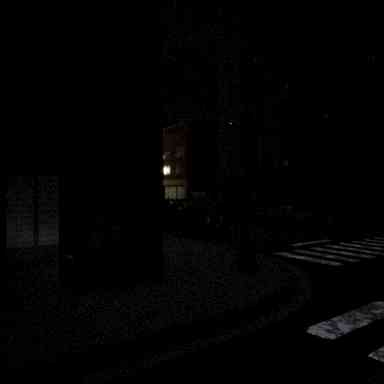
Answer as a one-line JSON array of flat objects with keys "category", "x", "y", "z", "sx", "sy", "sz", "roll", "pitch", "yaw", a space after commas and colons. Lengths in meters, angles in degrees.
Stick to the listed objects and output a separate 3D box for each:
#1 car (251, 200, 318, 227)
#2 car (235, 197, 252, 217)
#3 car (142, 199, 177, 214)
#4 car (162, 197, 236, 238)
[{"category": "car", "x": 6.162, "y": 1.529, "z": 22.694, "sx": 1.752, "sy": 1.417, "sz": 4.829, "roll": 0, "pitch": 0, "yaw": -35}, {"category": "car", "x": 2.971, "y": 1.312, "z": 27.184, "sx": 2.192, "sy": 1.841, "sz": 5.009, "roll": 0, "pitch": 0, "yaw": -35}, {"category": "car", "x": -3.611, "y": 1.529, "z": 36.441, "sx": 1.887, "sy": 1.381, "sz": 4.507, "roll": 0, "pitch": 0, "yaw": -35}, {"category": "car", "x": -0.284, "y": 1.284, "z": 17.912, "sx": 2.192, "sy": 1.841, "sz": 5.009, "roll": 0, "pitch": 0, "yaw": -35}]
